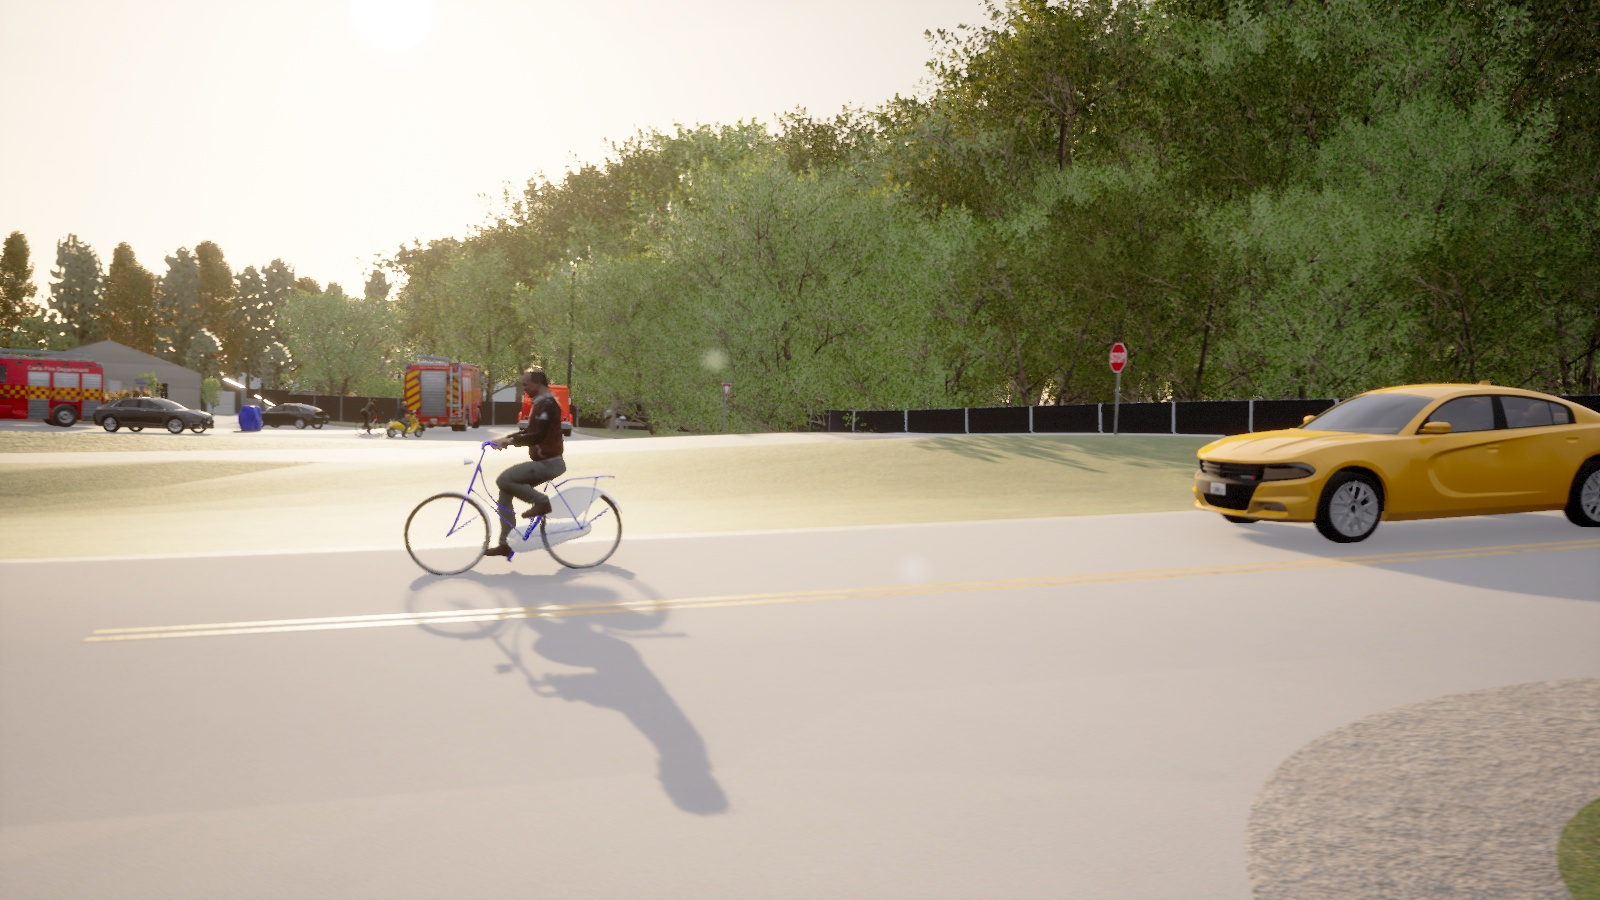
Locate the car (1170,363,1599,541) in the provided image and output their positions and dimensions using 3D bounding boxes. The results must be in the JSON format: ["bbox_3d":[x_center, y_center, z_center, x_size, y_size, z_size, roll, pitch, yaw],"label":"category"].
[{"bbox_3d":[6.687,-0.083,13.420,5.008,1.535,1.882,-3,4,-16],"label":"car"}]

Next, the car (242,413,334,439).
[{"bbox_3d":[-30.627,-1.452,75.115,4.892,1.490,1.837,1,3,13],"label":"car"}]

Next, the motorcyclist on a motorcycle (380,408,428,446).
[{"bbox_3d":[-17.219,-1.013,54.605,0.866,1.590,1.817,3,4,41],"label":"motorcyclist on a motorcycle"}]

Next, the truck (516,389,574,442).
[{"bbox_3d":[-12.597,-1.763,62.093,2.627,2.467,5.204,1,3,-11],"label":"truck"}]

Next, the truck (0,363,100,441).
[{"bbox_3d":[-39.857,-2.400,62.373,8.468,3.827,2.891,-1,3,-42],"label":"truck"}]

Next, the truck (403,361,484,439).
[{"bbox_3d":[-18.592,-2.646,66.043,2.891,3.827,8.468,-1,3,-8],"label":"truck"}]

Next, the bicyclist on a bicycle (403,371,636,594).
[{"bbox_3d":[-2.392,0.230,10.713,1.843,1.776,0.659,-2,4,-18],"label":"bicyclist on a bicycle"}]

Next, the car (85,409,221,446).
[{"bbox_3d":[-27.331,-0.964,53.139,4.892,1.490,1.837,0,1,6],"label":"car"}]
